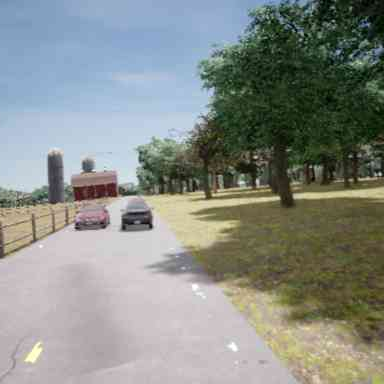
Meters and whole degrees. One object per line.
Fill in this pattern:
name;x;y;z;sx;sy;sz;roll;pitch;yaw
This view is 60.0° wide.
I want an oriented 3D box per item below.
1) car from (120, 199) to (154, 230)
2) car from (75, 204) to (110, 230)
car;-3.461;1.440;21.095;1.837;1.490;4.892;-2;1;-9
car;-6.469;1.569;21.974;1.812;1.442;4.674;-2;1;-9
